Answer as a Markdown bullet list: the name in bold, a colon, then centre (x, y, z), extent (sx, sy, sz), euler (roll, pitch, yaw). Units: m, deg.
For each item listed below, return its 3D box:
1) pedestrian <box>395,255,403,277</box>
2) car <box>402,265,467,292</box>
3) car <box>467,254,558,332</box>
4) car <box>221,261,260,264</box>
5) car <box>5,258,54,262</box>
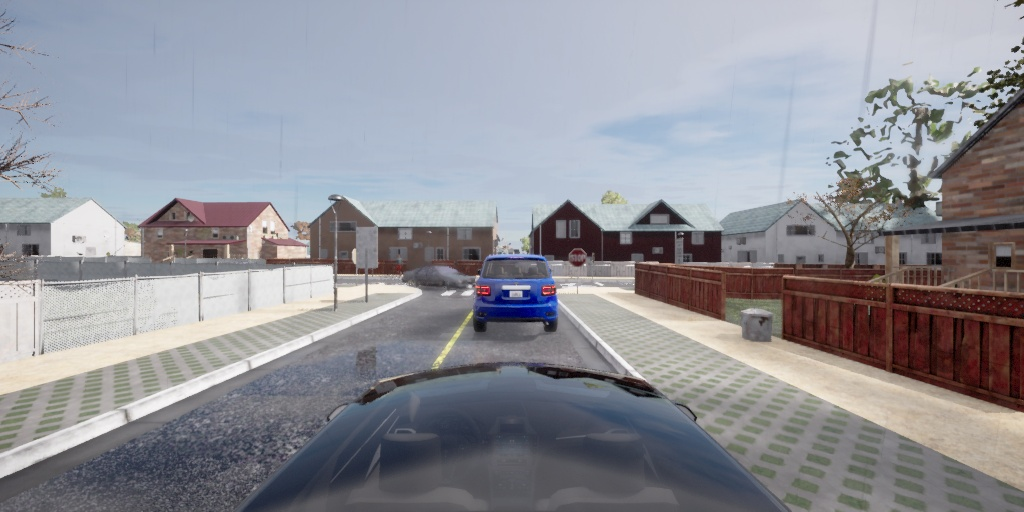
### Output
- **pedestrian**: centre (-9.425, 0.803, 29.950), extent (0.375, 1.860, 0.375), euler (0, 0, 1)
- **car**: centre (-4.362, 1.277, 21.465), extent (5.357, 1.411, 2.033), euler (1, 0, 38)
- **car**: centre (0.080, 0.971, 10.972), extent (2.150, 2.045, 5.566), euler (0, 0, 0)
- **car**: centre (-18.057, 1.075, 24.258), extent (4.902, 1.511, 2.128), euler (1, 0, 1)
- **car**: centre (-32.753, 0.923, 24.556), extent (4.902, 1.511, 2.128), euler (1, 0, 1)
